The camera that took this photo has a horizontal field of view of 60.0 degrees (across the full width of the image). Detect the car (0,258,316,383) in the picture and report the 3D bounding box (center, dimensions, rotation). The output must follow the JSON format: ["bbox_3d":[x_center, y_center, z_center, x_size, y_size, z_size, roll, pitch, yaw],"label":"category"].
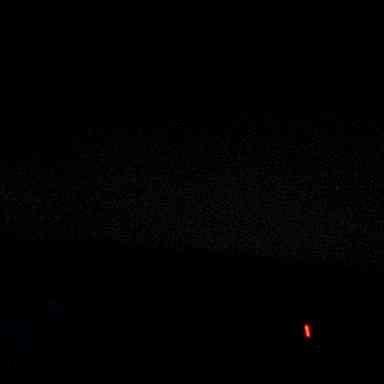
[{"bbox_3d":[-1.038,1.579,4.277,4.718,1.301,1.895,0,0,31],"label":"car"}]
